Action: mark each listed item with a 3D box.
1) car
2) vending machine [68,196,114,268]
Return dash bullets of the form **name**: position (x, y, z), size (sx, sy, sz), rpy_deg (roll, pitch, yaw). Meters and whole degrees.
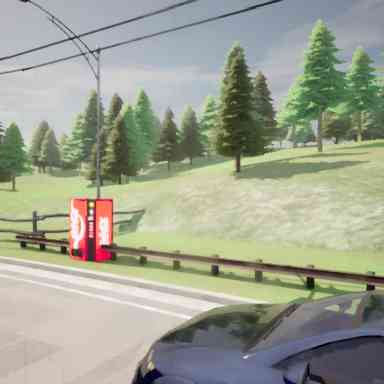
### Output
- **car**: position (1.497, 1.564, 2.637), size (4.181, 1.385, 1.994), rpy_deg (0, 0, 34)
- **vending machine**: position (-3.180, 1.194, 10.516), size (0.880, 2.100, 1.100), rpy_deg (0, 0, 30)
